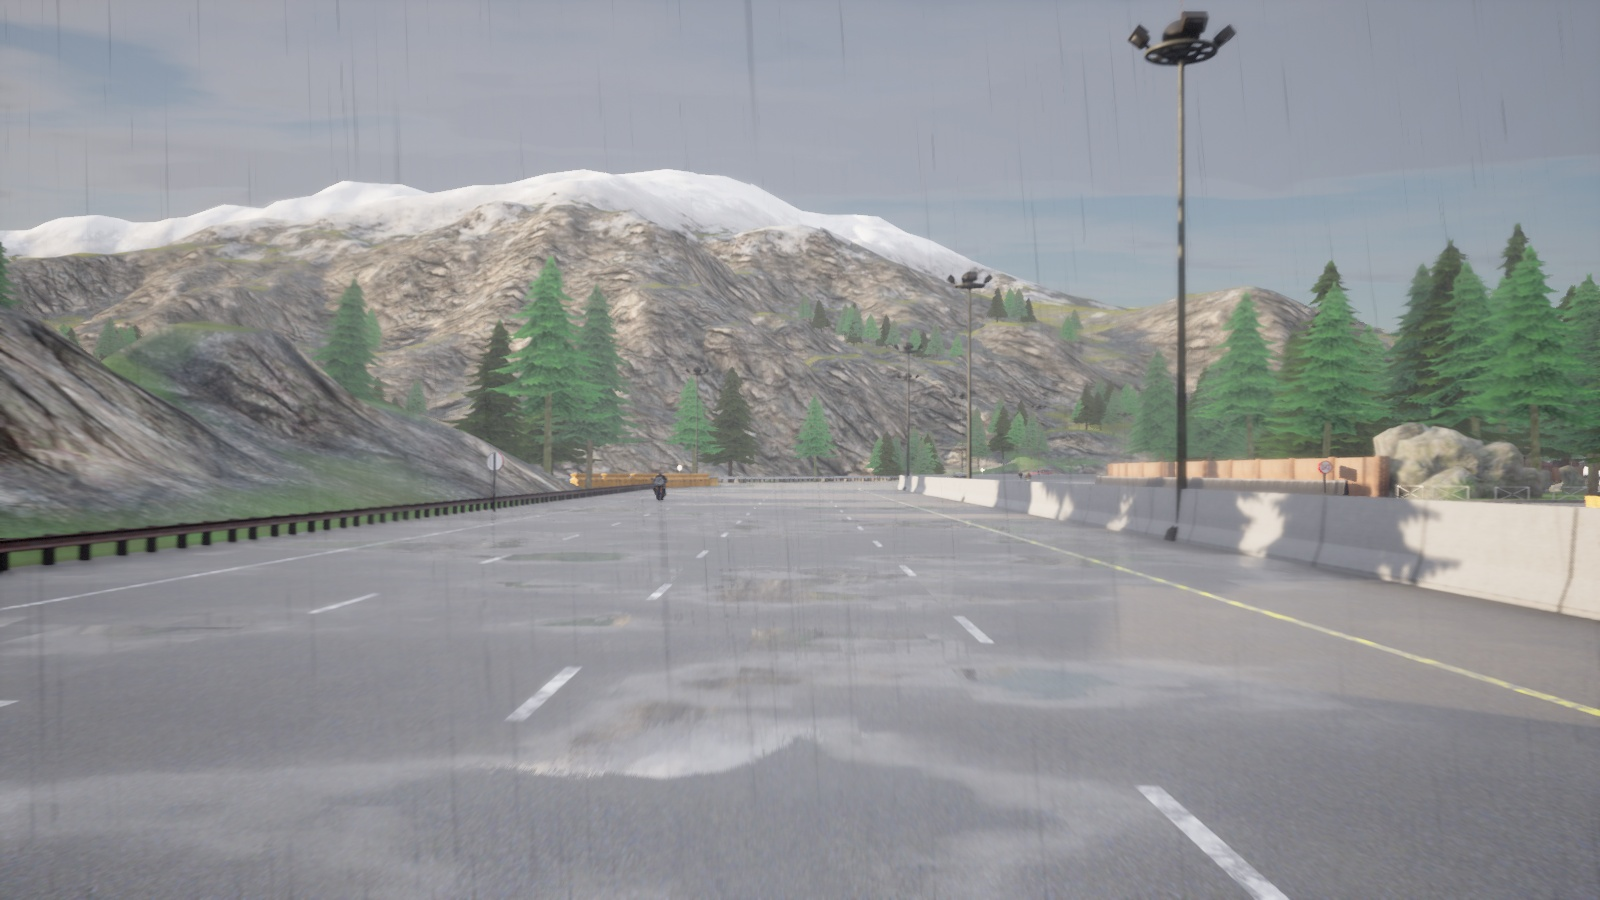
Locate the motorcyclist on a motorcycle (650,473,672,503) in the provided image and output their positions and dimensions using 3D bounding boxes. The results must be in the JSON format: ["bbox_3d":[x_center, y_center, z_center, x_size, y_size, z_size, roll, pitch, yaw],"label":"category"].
[{"bbox_3d":[-7.157,1.957,64.736,0.866,1.530,2.191,0,-1,0],"label":"motorcyclist on a motorcycle"}]
